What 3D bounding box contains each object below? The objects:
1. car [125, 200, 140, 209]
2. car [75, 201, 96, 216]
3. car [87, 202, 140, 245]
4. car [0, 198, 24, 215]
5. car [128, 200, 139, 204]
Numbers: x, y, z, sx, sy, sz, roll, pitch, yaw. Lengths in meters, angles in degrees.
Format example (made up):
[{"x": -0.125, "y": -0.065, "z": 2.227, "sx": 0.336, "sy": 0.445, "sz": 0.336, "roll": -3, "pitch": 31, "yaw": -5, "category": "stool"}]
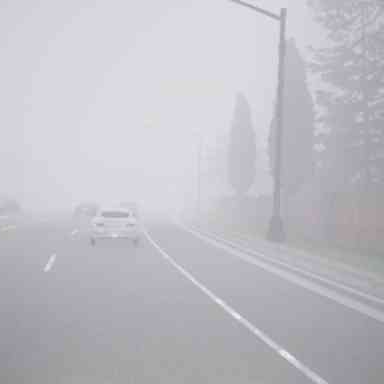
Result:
[{"x": -10.760, "y": 2.290, "z": 60.593, "sx": 1.882, "sy": 1.535, "sz": 5.008, "roll": 2, "pitch": -2, "yaw": -2, "category": "car"}, {"x": -9.472, "y": 1.549, "z": 31.127, "sx": 1.994, "sy": 1.385, "sz": 4.181, "roll": 2, "pitch": -2, "yaw": -3, "category": "car"}, {"x": -3.331, "y": 1.349, "z": 14.371, "sx": 1.812, "sy": 1.442, "sz": 4.674, "roll": 2, "pitch": 0, "yaw": -13, "category": "car"}, {"x": -16.489, "y": 1.212, "z": 29.082, "sx": 1.812, "sy": 1.442, "sz": 4.674, "roll": 2, "pitch": -2, "yaw": -4, "category": "car"}, {"x": -5.927, "y": 1.647, "z": 30.860, "sx": 2.033, "sy": 1.411, "sz": 5.357, "roll": 2, "pitch": -2, "yaw": -4, "category": "car"}]
